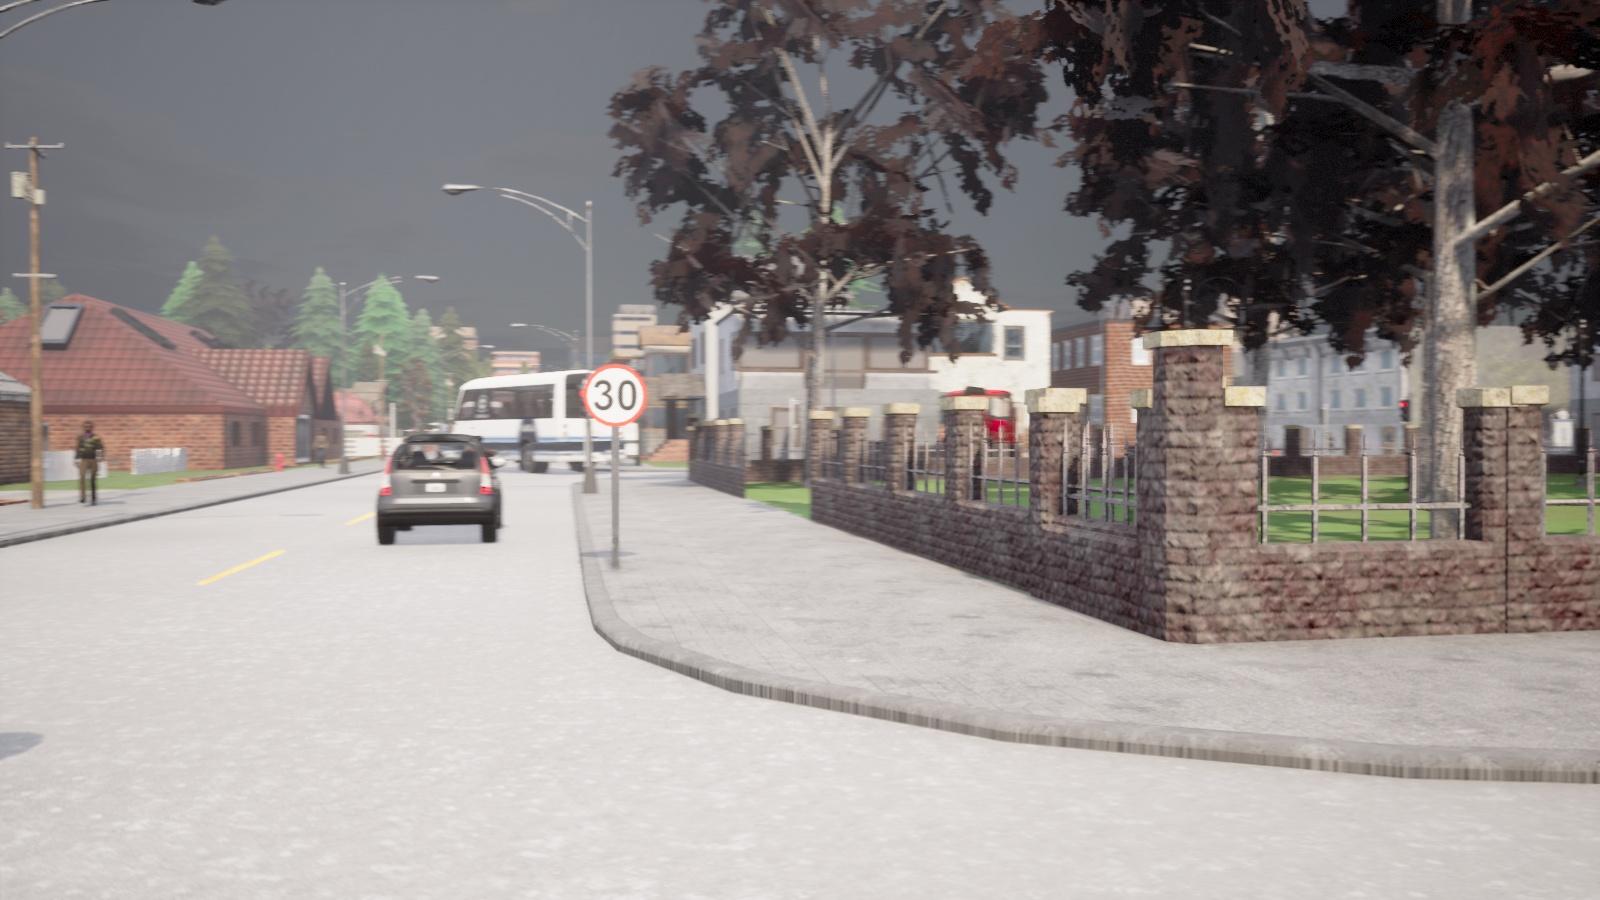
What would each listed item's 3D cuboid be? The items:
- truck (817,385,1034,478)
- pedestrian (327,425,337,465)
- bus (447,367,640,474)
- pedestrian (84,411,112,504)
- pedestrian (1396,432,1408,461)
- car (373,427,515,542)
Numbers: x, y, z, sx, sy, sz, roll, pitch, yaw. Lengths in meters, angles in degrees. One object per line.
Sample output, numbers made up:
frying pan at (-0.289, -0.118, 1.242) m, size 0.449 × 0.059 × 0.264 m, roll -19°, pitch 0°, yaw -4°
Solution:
truck at (4.879, -0.712, 49.234) m, size 7.936 × 3.462 × 2.891 m, roll 0°, pitch 1°, yaw -14°
pedestrian at (-21.368, -0.245, 57.315) m, size 0.328 × 1.805 × 0.869 m, roll 0°, pitch 1°, yaw -12°
bus at (-11.536, -1.261, 55.472) m, size 3.944 × 4.253 × 10.273 m, roll -1°, pitch 1°, yaw -40°
pedestrian at (-14.858, 0.150, 26.590) m, size 0.395 × 1.930 × 0.692 m, roll 0°, pitch 1°, yaw -18°
pedestrian at (38.317, -0.220, 79.961) m, size 0.402 × 1.842 × 0.726 m, roll 0°, pitch 1°, yaw 3°
car at (-5.506, 0.465, 19.849) m, size 1.851 × 1.617 × 3.988 m, roll 0°, pitch 1°, yaw -11°
